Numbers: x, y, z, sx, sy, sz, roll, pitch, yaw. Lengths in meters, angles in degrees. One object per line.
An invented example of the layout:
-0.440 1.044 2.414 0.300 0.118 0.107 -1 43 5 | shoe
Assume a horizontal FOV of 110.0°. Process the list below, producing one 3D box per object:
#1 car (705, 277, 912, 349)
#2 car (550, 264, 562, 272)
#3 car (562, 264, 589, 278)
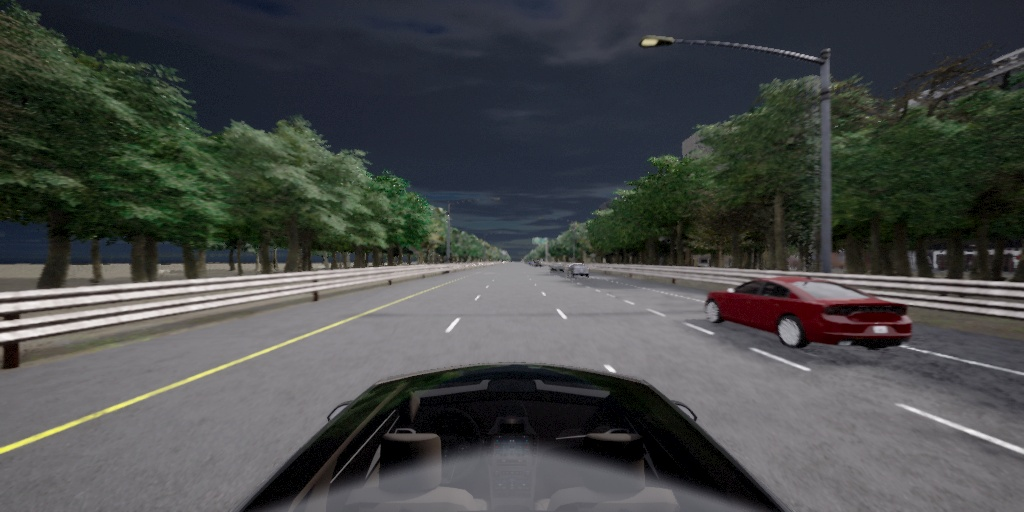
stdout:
7.001 1.269 9.289 1.882 1.535 5.008 0 -1 0 | car
7.163 1.937 57.919 1.895 1.301 4.718 0 -1 0 | car
7.069 1.624 38.989 2.033 1.411 5.357 0 -1 0 | car
